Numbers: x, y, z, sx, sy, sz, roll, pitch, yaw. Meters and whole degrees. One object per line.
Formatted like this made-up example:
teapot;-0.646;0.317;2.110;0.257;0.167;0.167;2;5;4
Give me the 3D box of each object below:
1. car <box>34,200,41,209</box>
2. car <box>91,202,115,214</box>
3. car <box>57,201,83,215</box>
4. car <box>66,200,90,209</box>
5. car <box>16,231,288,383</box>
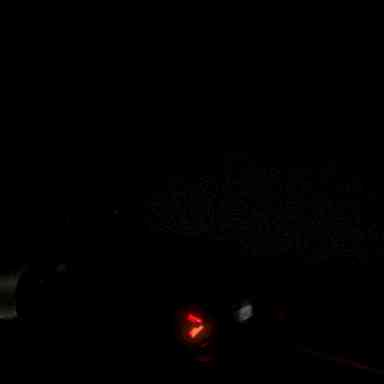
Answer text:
car;-24.588;1.992;50.491;1.837;1.490;4.892;0;-1;7
car;-11.106;1.988;41.806;1.994;1.385;4.181;0;-1;2
car;-14.680;1.924;40.131;1.812;1.442;4.674;0;-1;1
car;-19.784;2.138;57.717;1.994;1.385;4.181;0;-1;13
car;-0.952;1.409;5.231;4.553;1.767;2.097;0;-1;42
